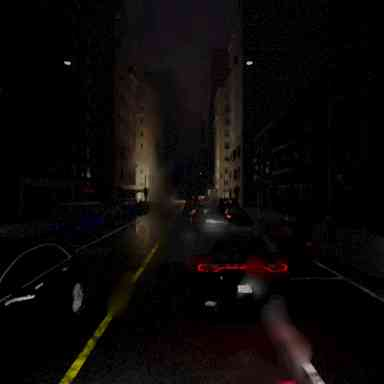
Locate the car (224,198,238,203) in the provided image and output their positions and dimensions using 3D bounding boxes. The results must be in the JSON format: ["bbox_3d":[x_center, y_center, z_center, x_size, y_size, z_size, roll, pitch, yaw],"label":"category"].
[{"bbox_3d":[2.875,1.395,27.959,2.192,1.841,5.009,0,0,0],"label":"car"}]

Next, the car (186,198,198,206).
[{"bbox_3d":[0.043,1.742,59.001,1.994,1.385,4.181,0,0,0],"label":"car"}]

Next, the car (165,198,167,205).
[{"bbox_3d":[-5.630,1.748,55.471,1.802,1.307,4.206,0,0,0],"label":"car"}]

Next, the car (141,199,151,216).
[{"bbox_3d":[-5.646,1.662,33.466,1.947,1.339,4.313,0,0,0],"label":"car"}]

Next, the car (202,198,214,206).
[{"bbox_3d":[2.900,1.751,60.966,1.947,1.339,4.313,0,0,0],"label":"car"}]

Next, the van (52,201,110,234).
[{"bbox_3d":[-5.659,1.389,16.964,1.690,1.788,3.998,0,0,0],"label":"van"}]

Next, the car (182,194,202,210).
[{"bbox_3d":[0.059,1.489,46.218,2.097,1.767,4.553,0,0,1],"label":"car"}]

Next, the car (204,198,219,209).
[{"bbox_3d":[2.892,1.699,49.964,2.008,1.369,4.403,0,0,0],"label":"car"}]

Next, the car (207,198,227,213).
[{"bbox_3d":[2.884,1.554,38.961,1.967,1.590,4.097,0,0,0],"label":"car"}]

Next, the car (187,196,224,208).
[{"bbox_3d":[0.917,1.420,24.102,2.097,1.767,4.553,0,0,0],"label":"car"}]

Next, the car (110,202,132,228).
[{"bbox_3d":[-5.654,1.614,22.463,2.008,1.369,4.403,0,0,0],"label":"car"}]

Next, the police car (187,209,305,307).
[{"bbox_3d":[0.904,1.449,8.242,1.930,1.638,5.238,0,0,0],"label":"police car"}]

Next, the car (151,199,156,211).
[{"bbox_3d":[-5.641,1.695,38.968,1.802,1.307,4.206,0,0,0],"label":"car"}]

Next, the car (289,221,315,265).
[{"bbox_3d":[2.863,1.614,11.455,1.802,1.307,4.206,0,0,0],"label":"car"}]

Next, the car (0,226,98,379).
[{"bbox_3d":[-2.998,1.518,4.694,1.837,1.490,4.892,0,0,0],"label":"car"}]

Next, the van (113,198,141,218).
[{"bbox_3d":[-5.650,1.421,27.965,1.690,1.788,3.998,0,0,0],"label":"van"}]

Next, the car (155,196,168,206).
[{"bbox_3d":[-5.626,1.625,60.973,1.967,1.590,4.097,0,0,0],"label":"car"}]

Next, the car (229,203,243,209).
[{"bbox_3d":[2.872,1.646,22.457,1.802,1.307,4.206,0,0,0],"label":"car"}]

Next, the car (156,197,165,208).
[{"bbox_3d":[-5.633,1.714,49.970,1.947,1.339,4.313,0,0,0],"label":"car"}]

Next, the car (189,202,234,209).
[{"bbox_3d":[0.912,1.529,18.132,1.882,1.535,5.008,0,0,0],"label":"car"}]
